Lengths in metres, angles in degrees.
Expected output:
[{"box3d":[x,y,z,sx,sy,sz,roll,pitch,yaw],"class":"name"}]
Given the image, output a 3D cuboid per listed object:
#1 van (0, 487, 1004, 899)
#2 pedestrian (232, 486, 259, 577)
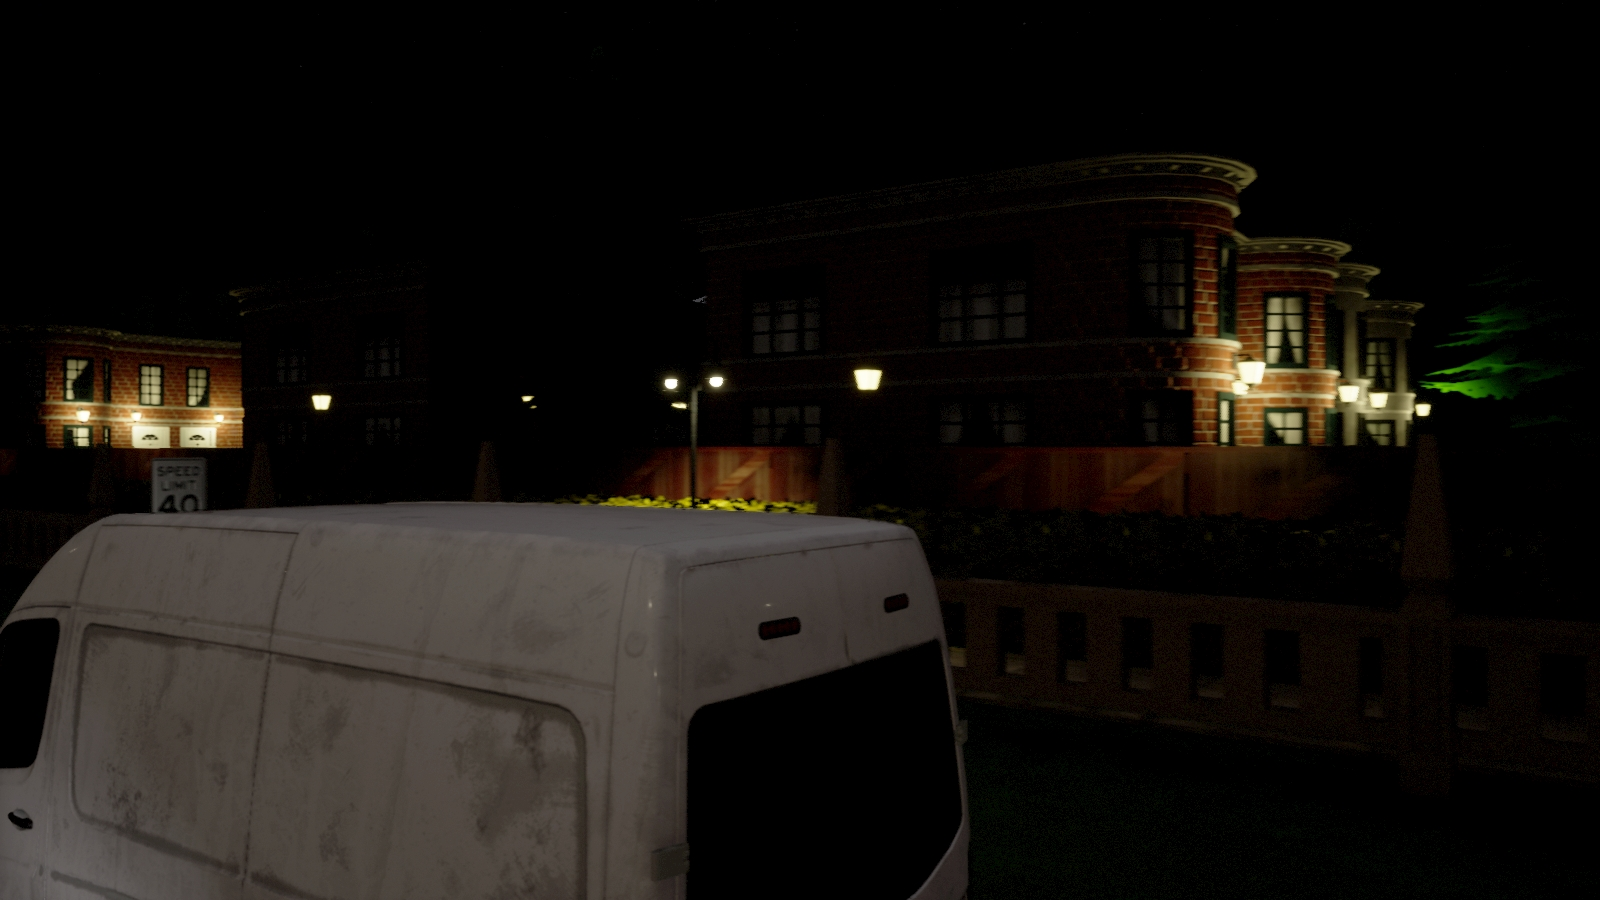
[{"box3d":[-2.200,1.533,5.318,5.915,2.561,1.988,0,0,35],"class":"van"},{"box3d":[-11.625,1.698,23.966,0.375,1.860,0.375,0,0,36],"class":"pedestrian"}]
